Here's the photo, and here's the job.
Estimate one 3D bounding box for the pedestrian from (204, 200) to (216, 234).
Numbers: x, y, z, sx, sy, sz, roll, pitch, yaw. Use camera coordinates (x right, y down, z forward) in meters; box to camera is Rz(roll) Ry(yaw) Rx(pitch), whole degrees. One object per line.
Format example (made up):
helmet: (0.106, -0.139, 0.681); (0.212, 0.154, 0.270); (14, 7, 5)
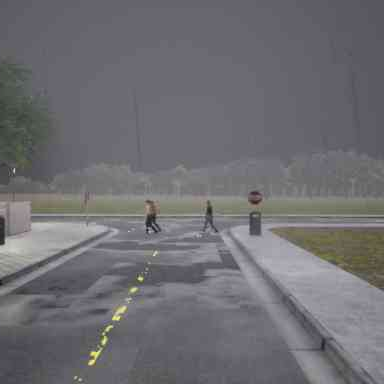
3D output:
pedestrian: (0.957, 1.294, 17.927); (0.375, 1.860, 0.375); (0, 0, 0)

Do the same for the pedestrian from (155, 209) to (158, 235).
pedestrian: (-2.219, 1.294, 18.541); (0.375, 1.860, 0.375); (0, 0, 0)

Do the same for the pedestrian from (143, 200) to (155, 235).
pedestrian: (-2.263, 1.294, 17.342); (0.375, 1.860, 0.375); (0, 0, 0)
